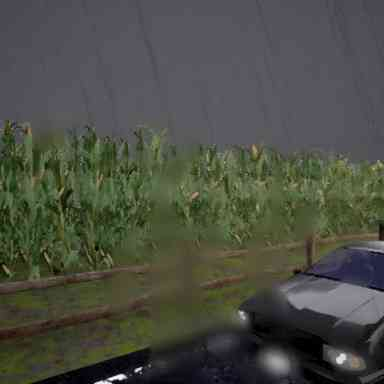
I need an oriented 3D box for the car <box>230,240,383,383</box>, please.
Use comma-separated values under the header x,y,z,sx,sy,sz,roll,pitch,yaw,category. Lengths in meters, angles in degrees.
x,y,z,sx,sy,sz,roll,pitch,yaw,category
3.130,1.547,5.321,5.357,1.411,2.033,0,0,-36,car
